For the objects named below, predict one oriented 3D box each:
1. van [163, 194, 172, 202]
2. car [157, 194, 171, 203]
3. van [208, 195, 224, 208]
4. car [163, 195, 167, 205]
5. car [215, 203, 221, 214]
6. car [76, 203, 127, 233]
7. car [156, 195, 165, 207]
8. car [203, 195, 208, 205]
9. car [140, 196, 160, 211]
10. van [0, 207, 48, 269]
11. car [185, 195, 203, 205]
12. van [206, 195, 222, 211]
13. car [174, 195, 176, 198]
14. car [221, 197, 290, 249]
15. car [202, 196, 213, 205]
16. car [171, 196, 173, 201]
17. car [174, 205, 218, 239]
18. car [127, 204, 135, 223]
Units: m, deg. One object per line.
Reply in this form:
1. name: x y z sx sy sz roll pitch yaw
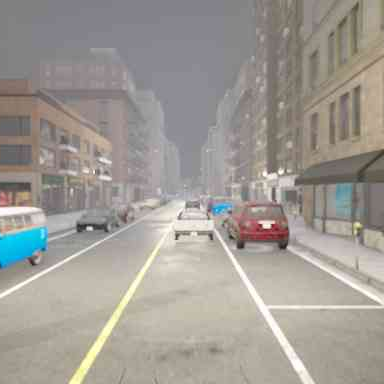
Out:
1. van: -5.417 1.320 73.839 1.690 1.788 3.998 0 0 0
2. car: -5.416 1.298 57.620 2.192 1.841 5.009 0 0 0
3. van: 2.679 1.333 30.593 1.690 1.788 3.998 0 0 0
4. car: -5.415 1.551 52.214 1.947 1.339 4.313 0 0 0
5. car: 2.693 1.546 19.781 2.008 1.369 4.403 0 0 0
6. car: -5.412 1.561 19.777 1.947 1.339 4.313 0 0 0
7. car: -5.415 1.538 46.808 2.008 1.369 4.403 0 0 0
8. car: 2.672 1.305 36.000 2.192 1.841 5.009 0 0 0
9. car: -5.414 1.514 41.233 1.752 1.417 4.829 0 0 0
10. van: -5.411 1.339 8.964 1.690 1.788 3.998 0 0 0
11. car: 0.085 1.481 42.106 2.128 1.511 4.902 0 0 0
12. van: 2.665 1.329 41.406 1.690 1.788 3.998 0 0 0
13. car: -5.418 1.528 79.245 2.008 1.369 4.403 0 0 0
14. car: 2.700 1.311 14.375 2.192 1.841 5.009 0 0 0
15. car: 2.644 1.508 57.795 1.752 1.417 4.829 0 0 0
16. car: -5.417 1.562 68.433 1.802 1.307 4.206 0 0 0
17. car: 0.093 1.596 17.318 1.895 1.301 4.718 0 0 0
18. car: -5.413 1.538 25.183 1.887 1.381 4.507 0 0 0
